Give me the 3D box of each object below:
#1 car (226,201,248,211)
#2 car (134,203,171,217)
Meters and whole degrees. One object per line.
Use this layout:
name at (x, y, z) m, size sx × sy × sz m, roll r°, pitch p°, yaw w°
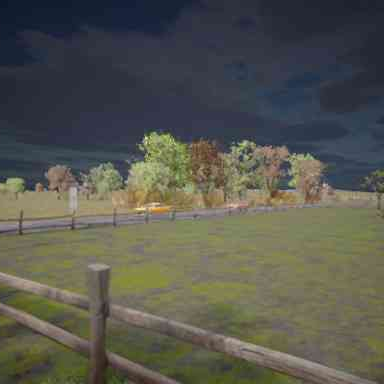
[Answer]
car at (7.426, 2.196, 54.629) m, size 2.097 × 1.767 × 4.553 m, roll 1°, pitch 0°, yaw 36°
car at (-4.528, 2.025, 38.098) m, size 1.882 × 1.535 × 5.008 m, roll 1°, pitch 0°, yaw 36°
